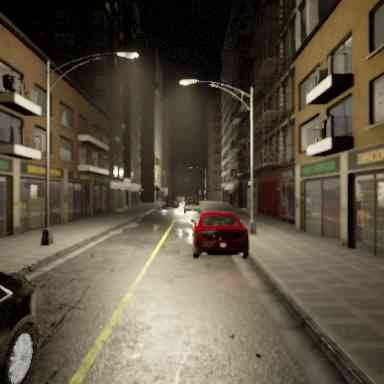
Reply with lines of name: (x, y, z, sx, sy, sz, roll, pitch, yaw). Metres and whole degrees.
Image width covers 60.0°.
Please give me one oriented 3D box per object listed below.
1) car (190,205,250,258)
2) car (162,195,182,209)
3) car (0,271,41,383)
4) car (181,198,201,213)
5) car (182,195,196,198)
car: (0.961, 1.482, 12.737, 1.882, 1.535, 5.008, 0, 0, 0)
car: (-2.842, 1.379, 44.818, 2.097, 1.767, 4.553, 0, 0, 0)
car: (-2.852, 1.505, 2.413, 1.837, 1.490, 4.892, 0, 0, 0)
car: (0.053, 1.621, 36.797, 1.895, 1.301, 4.718, 0, 0, 0)
car: (-0.002, 1.525, 48.632, 2.128, 1.511, 4.902, 0, 0, 0)
